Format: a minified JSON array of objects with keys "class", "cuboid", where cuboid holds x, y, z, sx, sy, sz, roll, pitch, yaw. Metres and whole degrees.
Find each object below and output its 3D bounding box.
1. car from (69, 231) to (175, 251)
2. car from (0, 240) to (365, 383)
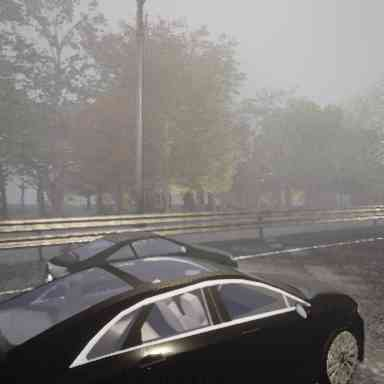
[{"class":"car","cuboid":[-0.960,1.558,7.258,4.181,1.385,1.994,0,0,-35]},{"class":"car","cuboid":[-0.019,1.490,3.648,4.902,1.511,2.128,0,0,-35]}]
